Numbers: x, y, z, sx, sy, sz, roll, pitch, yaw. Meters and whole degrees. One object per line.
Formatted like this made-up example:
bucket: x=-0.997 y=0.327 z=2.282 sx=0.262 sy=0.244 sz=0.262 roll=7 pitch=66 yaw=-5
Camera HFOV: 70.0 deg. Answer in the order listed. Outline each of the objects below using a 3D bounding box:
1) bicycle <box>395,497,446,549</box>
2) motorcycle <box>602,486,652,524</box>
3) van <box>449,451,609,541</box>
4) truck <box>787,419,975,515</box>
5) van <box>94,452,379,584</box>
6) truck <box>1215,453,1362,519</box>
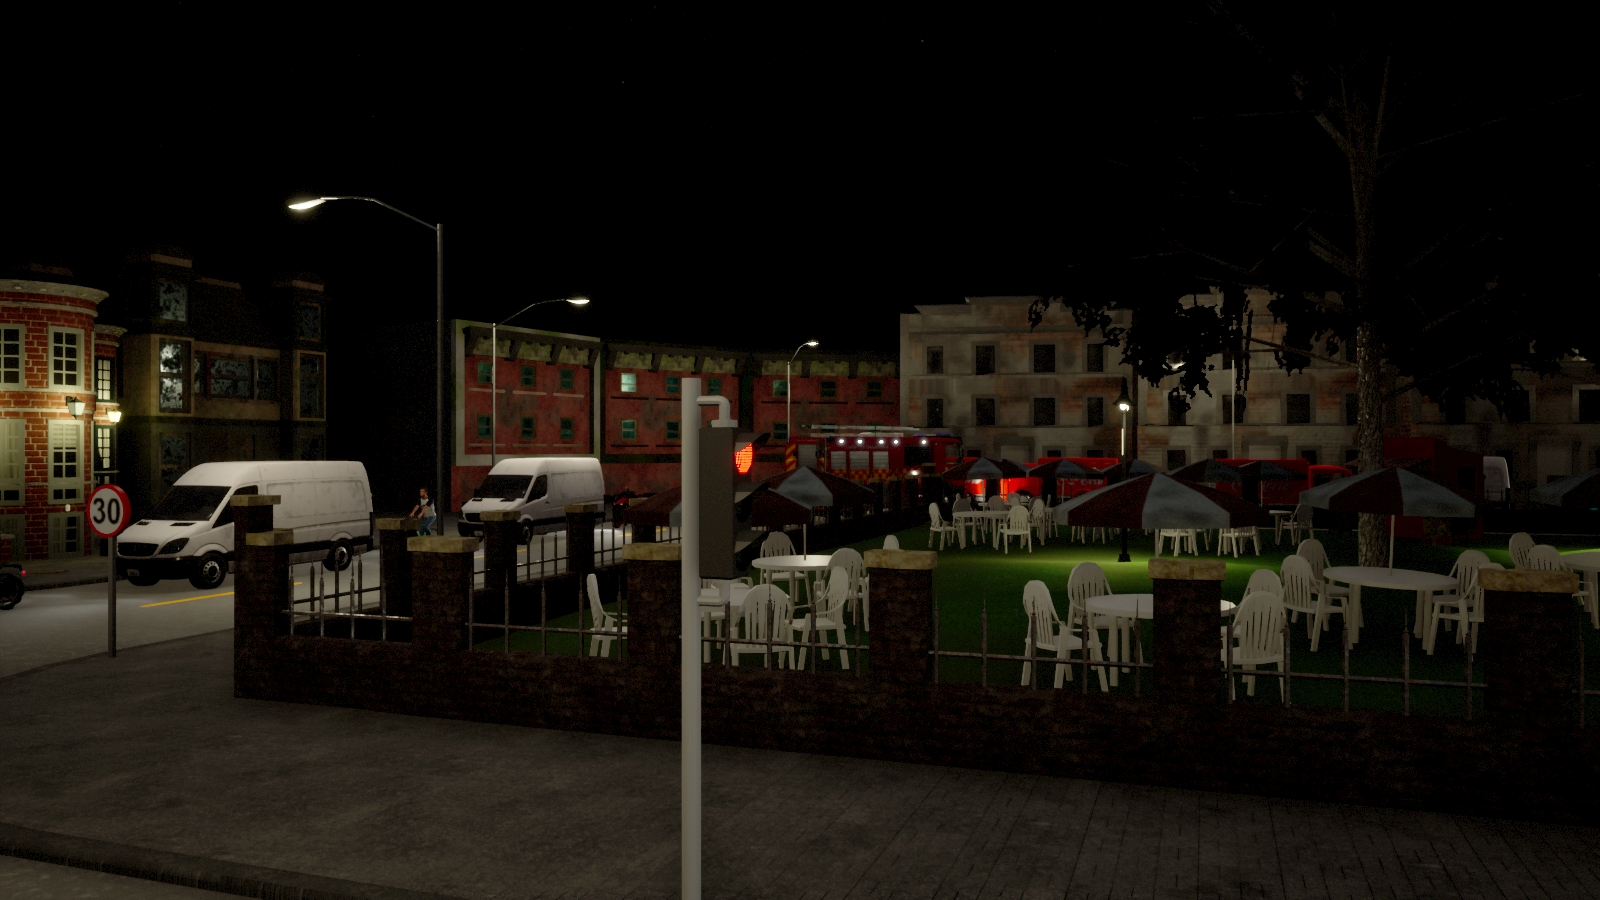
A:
bicycle: x=-10.162 y=1.936 z=30.641 sx=0.373 sy=1.296 sz=1.643 roll=0 pitch=0 yaw=20
motorcycle: x=-6.279 y=1.985 z=41.598 sx=0.867 sy=1.251 sz=2.209 roll=0 pitch=0 yaw=20
van: x=-8.336 y=1.314 z=35.864 sx=1.988 sy=2.561 sz=5.915 roll=0 pitch=0 yaw=20
truck: x=3.640 y=0.672 z=49.313 sx=8.468 sy=3.827 sz=2.891 roll=0 pitch=0 yaw=-40
van: x=-12.115 y=1.315 z=25.192 sx=1.988 sy=2.561 sz=5.915 roll=0 pitch=0 yaw=20
truck: x=19.130 y=1.348 z=45.052 sx=5.204 sy=2.467 sz=2.627 roll=0 pitch=0 yaw=20
